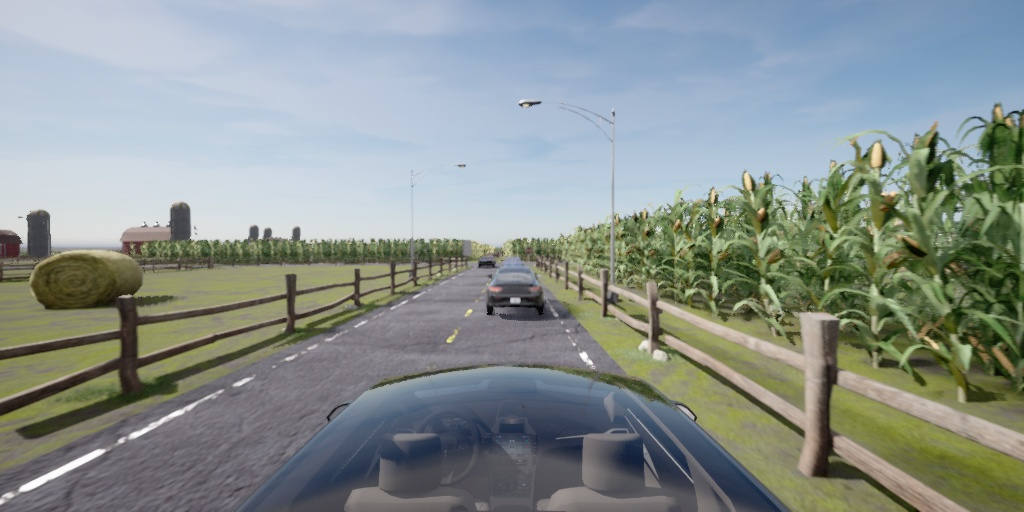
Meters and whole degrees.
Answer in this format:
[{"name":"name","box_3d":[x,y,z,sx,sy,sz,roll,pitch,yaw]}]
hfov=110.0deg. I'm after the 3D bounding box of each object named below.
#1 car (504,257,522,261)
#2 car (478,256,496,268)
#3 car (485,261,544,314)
[{"name":"car","box_3d":[0.081,0.779,30.346,2.033,1.411,5.357,0,1,0]},{"name":"car","box_3d":[-2.779,0.651,40.440,1.895,1.301,4.718,0,1,0]},{"name":"car","box_3d":[0.092,1.076,12.659,1.812,1.442,4.674,0,1,0]}]
